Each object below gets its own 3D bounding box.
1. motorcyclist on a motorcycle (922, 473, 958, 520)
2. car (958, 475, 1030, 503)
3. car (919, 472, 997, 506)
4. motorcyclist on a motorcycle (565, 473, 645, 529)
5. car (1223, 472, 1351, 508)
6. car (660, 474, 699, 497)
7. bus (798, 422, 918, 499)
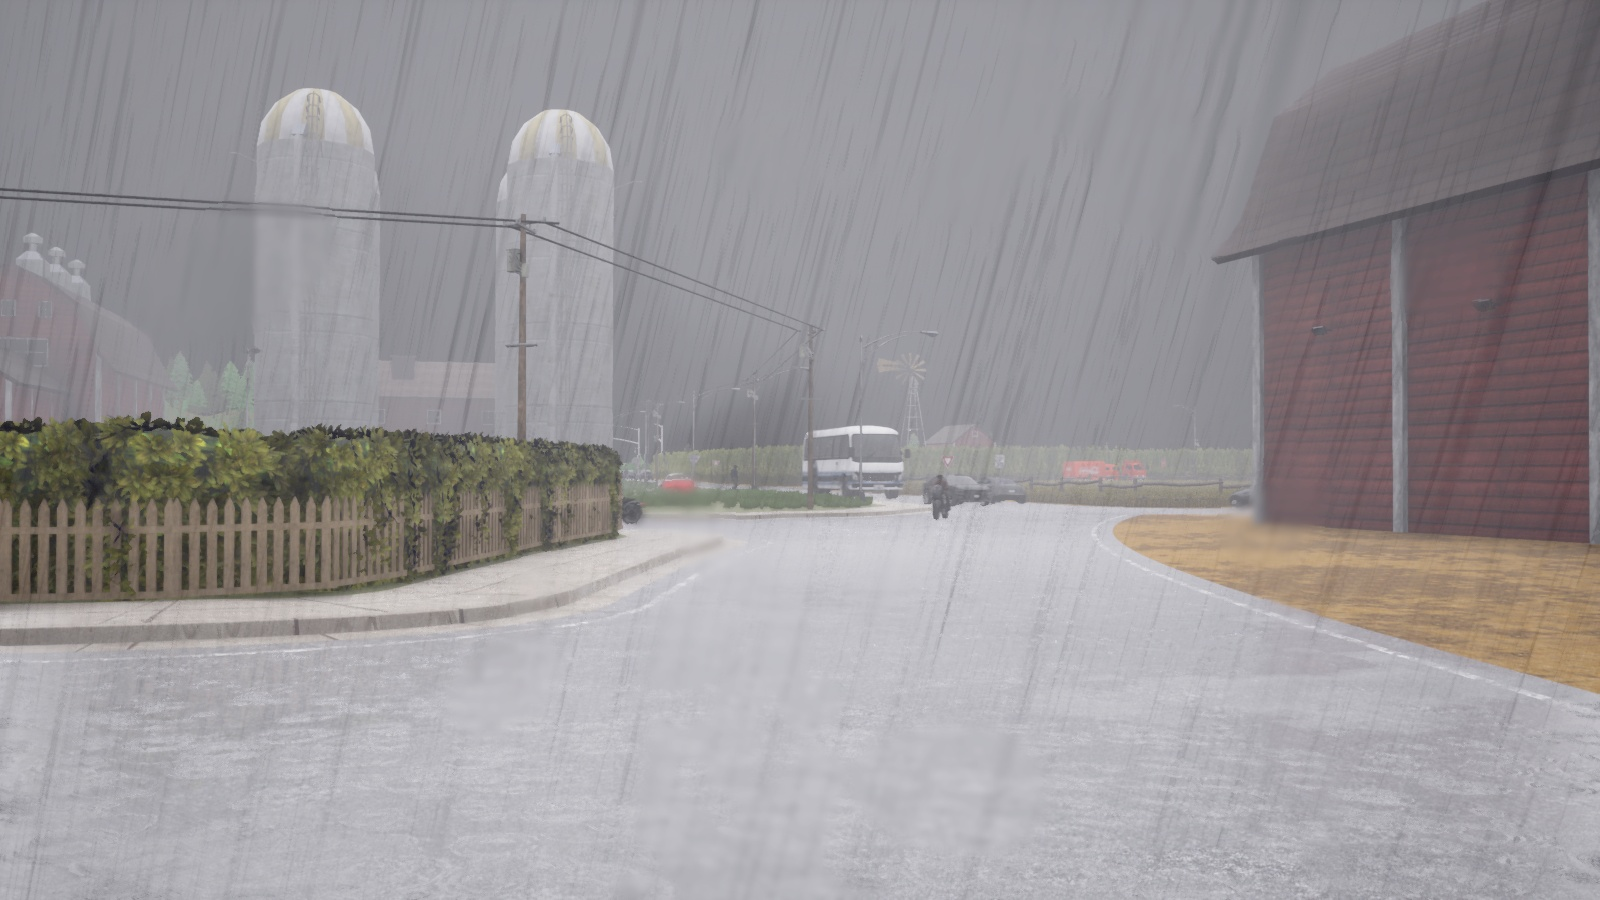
[{"bbox_3d":[4.632,1.519,41.445,0.797,1.523,2.044,0,-1,18],"label":"motorcyclist on a motorcycle"},{"bbox_3d":[9.949,1.974,64.599,1.994,1.385,4.181,0,-1,-18],"label":"car"},{"bbox_3d":[7.521,1.837,60.361,1.882,1.535,5.008,0,-1,-16],"label":"car"},{"bbox_3d":[-5.913,1.551,38.204,2.350,1.649,0.766,0,-1,-7],"label":"motorcyclist on a motorcycle"},{"bbox_3d":[21.220,1.720,54.769,4.792,1.488,2.163,0,-1,-12],"label":"car"},{"bbox_3d":[-7.657,2.262,80.008,2.207,1.376,1.481,0,-1,-17],"label":"car"},{"bbox_3d":[3.223,0.710,74.845,3.944,4.253,10.273,0,-1,-17],"label":"bus"}]
